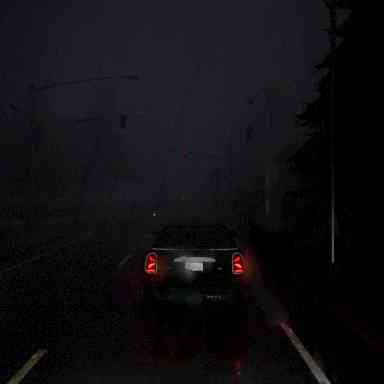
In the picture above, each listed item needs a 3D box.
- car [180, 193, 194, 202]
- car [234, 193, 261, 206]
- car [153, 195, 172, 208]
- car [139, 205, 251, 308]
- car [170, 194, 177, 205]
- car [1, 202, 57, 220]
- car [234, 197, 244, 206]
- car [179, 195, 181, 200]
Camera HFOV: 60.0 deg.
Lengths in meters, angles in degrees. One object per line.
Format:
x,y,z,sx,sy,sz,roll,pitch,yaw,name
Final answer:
-0.835,1.555,73.435,1.895,1.301,4.718,0,0,-7,car
8.508,1.146,51.295,3.866,1.878,1.905,0,0,-1,car
-3.983,1.497,43.642,1.812,1.442,4.674,0,1,0,car
0.072,1.352,8.071,2.097,1.767,4.553,0,0,1,car
-4.078,1.476,59.567,1.837,1.490,4.892,0,0,0,car
-13.523,1.548,27.717,4.181,1.385,1.994,0,0,-1,car
8.919,1.144,48.784,4.605,1.855,1.932,0,0,-1,car
-2.109,1.158,83.569,2.097,1.767,4.553,0,0,-13,car
